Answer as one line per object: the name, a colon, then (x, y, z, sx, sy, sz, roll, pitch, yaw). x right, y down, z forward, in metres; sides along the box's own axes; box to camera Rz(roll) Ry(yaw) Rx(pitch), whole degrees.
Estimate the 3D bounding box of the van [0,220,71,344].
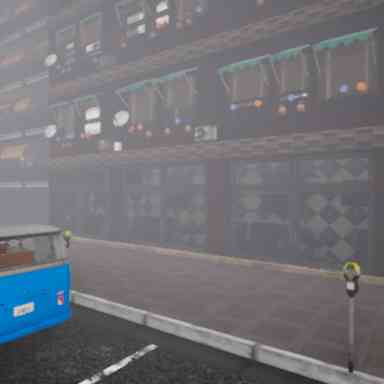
van: (-3.764, 1.342, 5.556, 3.998, 1.788, 1.690, 0, 0, 35)
